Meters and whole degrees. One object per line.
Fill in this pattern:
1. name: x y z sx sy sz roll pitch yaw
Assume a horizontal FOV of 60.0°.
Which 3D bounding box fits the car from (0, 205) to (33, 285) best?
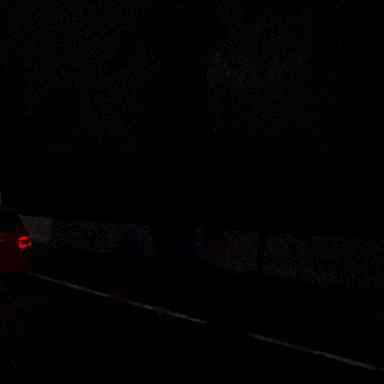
1. car: -6.343 1.357 8.838 5.566 2.045 2.150 -1 0 40
